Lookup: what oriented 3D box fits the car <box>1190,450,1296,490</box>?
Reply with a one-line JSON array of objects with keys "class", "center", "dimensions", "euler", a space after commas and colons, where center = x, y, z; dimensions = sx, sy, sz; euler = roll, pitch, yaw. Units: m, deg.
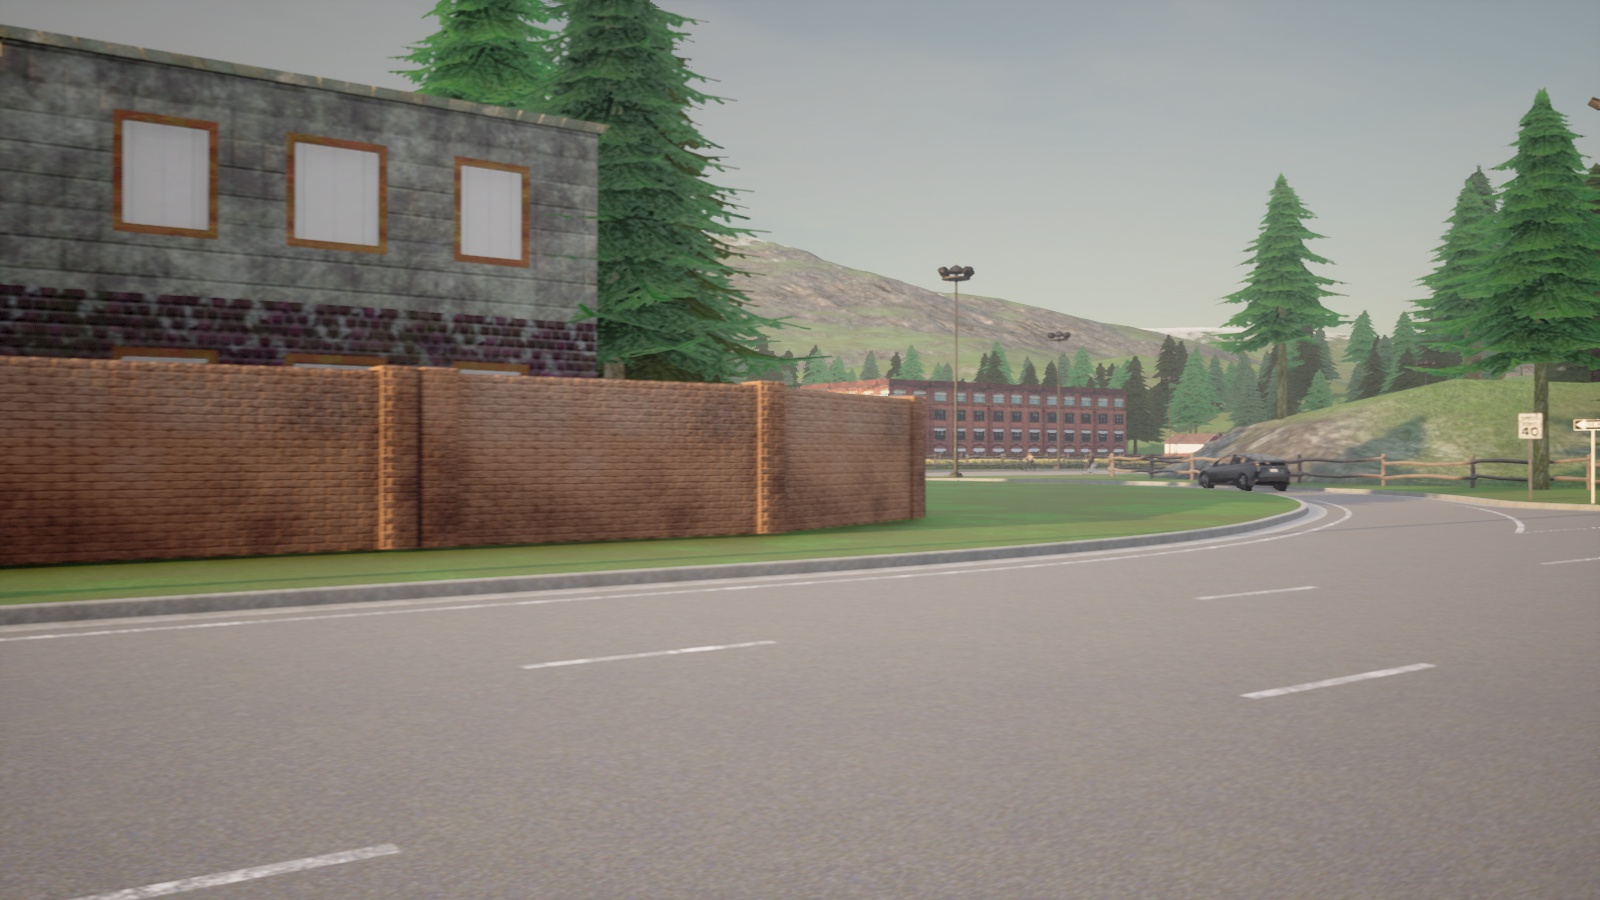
[{"class": "car", "center": [17.904, 0.778, 50.971], "dimensions": [2.007, 1.525, 4.514], "euler": [0, 0, -12]}]
